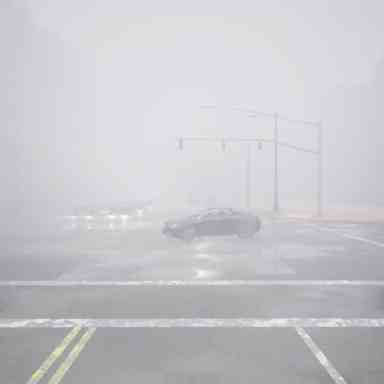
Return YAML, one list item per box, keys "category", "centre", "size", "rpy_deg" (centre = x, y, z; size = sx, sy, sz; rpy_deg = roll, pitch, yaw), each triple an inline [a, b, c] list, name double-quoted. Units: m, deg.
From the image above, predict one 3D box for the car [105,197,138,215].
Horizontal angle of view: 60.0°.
- category: "car"
  centre: [-7.107, 1.558, 33.975]
  size: [1.994, 1.385, 4.181]
  rpy_deg: [0, 0, 0]

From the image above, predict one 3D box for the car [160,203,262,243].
- category: "car"
  centre: [0.939, 1.489, 15.964]
  size: [4.902, 1.511, 2.128]
  rpy_deg: [0, 0, -18]

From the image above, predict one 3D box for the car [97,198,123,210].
- category: "car"
  centre: [-10.607, 1.540, 43.582]
  size: [2.033, 1.411, 5.357]
  rpy_deg: [0, 0, 0]

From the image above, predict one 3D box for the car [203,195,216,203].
- category: "car"
  centre: [3.473, 1.493, 63.281]
  size: [1.837, 1.490, 4.892]
  rpy_deg: [0, 0, 0]

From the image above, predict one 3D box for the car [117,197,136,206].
- category: "car"
  centre: [-10.611, 1.537, 54.300]
  size: [2.033, 1.411, 5.357]
  rpy_deg: [0, 0, 0]

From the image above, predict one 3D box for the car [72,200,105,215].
- category: "car"
  centre: [-10.608, 1.520, 34.006]
  size: [1.812, 1.442, 4.674]
  rpy_deg: [0, 0, 0]

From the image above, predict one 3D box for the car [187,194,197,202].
- category: "car"
  centre: [-0.030, 1.342, 74.736]
  size: [2.097, 1.767, 4.553]
  rpy_deg: [0, 0, 0]

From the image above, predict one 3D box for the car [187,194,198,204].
- category: "car"
  centre: [0.073, 1.481, 61.970]
  size: [2.128, 1.511, 4.902]
  rpy_deg: [0, 0, 0]

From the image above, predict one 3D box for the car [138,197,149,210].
- category: "car"
  centre: [-7.106, 1.518, 42.720]
  size: [1.812, 1.442, 4.674]
  rpy_deg: [0, 0, 0]

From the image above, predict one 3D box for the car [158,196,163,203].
- category: "car"
  centre: [-7.029, 1.459, 68.691]
  size: [1.994, 1.385, 4.181]
  rpy_deg: [0, 0, 0]

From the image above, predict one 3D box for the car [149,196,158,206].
- category: "car"
  centre: [-7.108, 1.554, 53.243]
  size: [1.994, 1.385, 4.181]
  rpy_deg: [0, 0, 0]
